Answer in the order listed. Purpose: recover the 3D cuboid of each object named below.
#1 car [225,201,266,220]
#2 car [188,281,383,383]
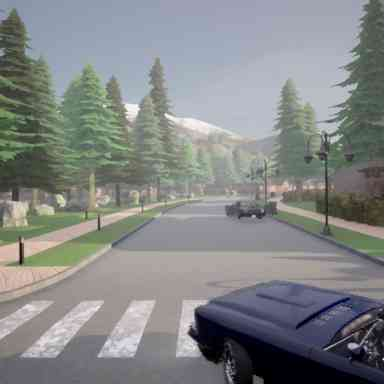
[{"bbox_3d":[3.910,1.346,25.296,1.895,1.301,4.718,-1,1,-9],"label":"car"},{"bbox_3d":[2.123,1.585,3.090,1.895,1.301,4.718,-1,1,-43],"label":"car"}]
